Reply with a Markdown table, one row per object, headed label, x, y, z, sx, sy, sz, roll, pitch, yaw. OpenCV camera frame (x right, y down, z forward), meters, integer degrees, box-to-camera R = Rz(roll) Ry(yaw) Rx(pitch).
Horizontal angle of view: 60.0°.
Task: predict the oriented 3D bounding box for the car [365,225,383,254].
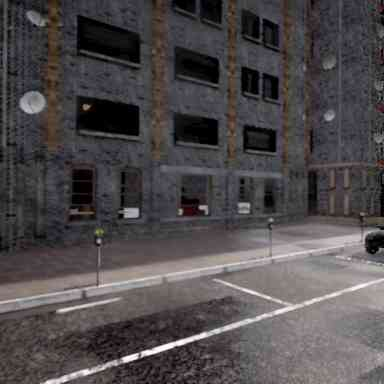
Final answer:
| label | x | y | z | sx | sy | sz | roll | pitch | yaw |
| --- | --- | --- | --- | --- | --- | --- | --- | --- | --- |
| car | 8.234 | 1.608 | 12.433 | 4.313 | 1.339 | 1.947 | 0 | 0 | -36 |
